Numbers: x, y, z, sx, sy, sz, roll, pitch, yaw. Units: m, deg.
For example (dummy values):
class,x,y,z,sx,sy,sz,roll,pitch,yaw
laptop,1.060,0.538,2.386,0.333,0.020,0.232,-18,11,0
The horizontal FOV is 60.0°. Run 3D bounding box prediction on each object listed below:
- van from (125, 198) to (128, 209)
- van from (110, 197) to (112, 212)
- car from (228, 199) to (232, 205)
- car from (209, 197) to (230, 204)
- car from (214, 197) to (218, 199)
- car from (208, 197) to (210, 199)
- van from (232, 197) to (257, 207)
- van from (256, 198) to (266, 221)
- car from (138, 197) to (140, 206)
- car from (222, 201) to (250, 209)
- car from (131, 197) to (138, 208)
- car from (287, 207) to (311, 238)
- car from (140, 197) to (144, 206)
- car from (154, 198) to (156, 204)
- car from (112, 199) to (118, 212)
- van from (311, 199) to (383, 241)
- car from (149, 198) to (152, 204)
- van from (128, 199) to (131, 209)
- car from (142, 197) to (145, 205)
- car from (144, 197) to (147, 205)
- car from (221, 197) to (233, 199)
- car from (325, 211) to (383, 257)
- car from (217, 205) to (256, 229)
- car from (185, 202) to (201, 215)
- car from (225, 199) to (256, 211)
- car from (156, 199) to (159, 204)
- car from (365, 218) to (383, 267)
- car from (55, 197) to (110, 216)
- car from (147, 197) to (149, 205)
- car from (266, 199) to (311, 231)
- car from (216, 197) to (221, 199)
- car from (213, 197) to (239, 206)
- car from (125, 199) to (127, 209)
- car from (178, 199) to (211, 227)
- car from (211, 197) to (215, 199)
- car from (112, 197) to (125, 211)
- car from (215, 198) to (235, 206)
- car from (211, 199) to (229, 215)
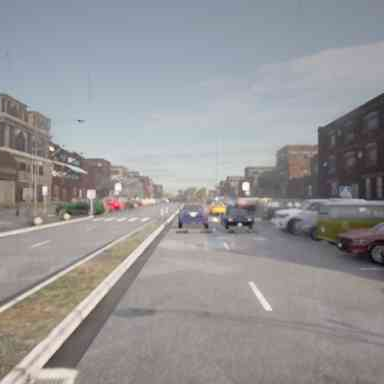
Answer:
class,x,y,z,sx,sy,sz,roll,pitch,yaw
van,-13.023,1.933,53.014,4.442,1.987,1.878,0,-1,0
van,-12.829,1.790,41.772,4.442,1.987,1.878,0,-1,0
car,7.588,2.120,47.393,4.792,1.488,2.163,0,-1,0
car,7.568,2.343,91.507,5.566,2.045,2.435,0,-1,0
car,7.576,2.195,69.459,4.553,1.767,2.185,0,-1,0
car,7.571,2.243,85.997,5.566,2.045,2.435,0,-1,0
van,7.737,1.791,41.878,4.442,1.987,1.878,0,-1,0
van,7.511,1.530,25.335,4.442,1.987,1.878,0,-1,0
car,-12.916,2.143,64.005,4.553,1.767,2.185,0,0,0
car,7.610,2.258,58.425,4.674,1.452,2.002,0,-1,0
car,-12.862,1.966,58.566,5.566,2.045,2.435,0,-1,0
car,7.635,1.673,17.061,4.674,1.452,2.002,0,-1,0
car,-12.875,2.293,66.782,5.008,1.535,2.097,0,0,0
car,-13.034,2.531,89.003,5.366,1.575,1.946,0,-1,0
car,-12.907,2.085,44.675,4.792,1.488,2.163,0,-1,0
van,7.749,1.371,14.188,4.442,1.987,1.878,0,-1,0
car,-13.046,2.410,80.802,5.366,1.575,1.946,0,-1,0
van,-13.015,1.962,55.667,4.442,1.987,1.878,0,-1,0
car,-12.906,2.345,69.562,4.792,1.488,2.163,0,0,0
car,-12.879,2.339,72.341,4.892,1.521,2.231,0,0,0
car,7.588,1.873,50.153,5.566,2.045,2.435,0,-1,0
car,7.641,1.568,11.550,5.008,1.535,2.097,0,-1,0
car,3.076,1.840,23.424,1.895,1.301,4.718,0,-1,0
car,0.081,2.004,41.198,1.882,1.535,5.008,0,-1,0
car,7.646,2.032,52.911,4.553,1.767,2.185,0,-1,0
car,-12.816,2.338,91.786,5.566,2.045,2.435,0,-1,0
car,7.606,1.571,8.795,4.792,1.488,2.163,0,-1,0
car,-12.987,1.724,38.996,5.566,2.045,2.435,0,-1,0
car,-12.873,2.361,75.245,5.008,1.535,2.097,0,0,0
car,7.602,1.419,19.824,5.566,2.045,2.435,0,-1,0
car,7.795,2.269,63.942,5.366,1.575,1.946,0,-1,0
car,7.633,2.116,74.975,5.566,2.045,2.435,0,0,0
car,-12.906,2.127,50.229,4.892,1.521,2.231,0,0,0
car,0.087,1.623,24.924,2.097,1.767,4.553,0,-1,0
car,7.577,2.092,72.217,5.566,2.045,2.435,0,0,0
car,-12.952,1.839,47.331,5.566,2.045,2.435,0,-1,0
car,7.634,2.265,77.729,4.553,1.767,2.185,0,-1,0
car,3.082,1.998,40.777,1.882,1.535,5.008,0,-1,0
